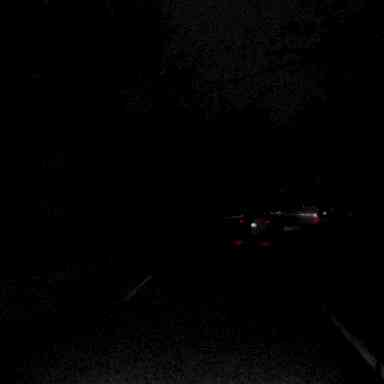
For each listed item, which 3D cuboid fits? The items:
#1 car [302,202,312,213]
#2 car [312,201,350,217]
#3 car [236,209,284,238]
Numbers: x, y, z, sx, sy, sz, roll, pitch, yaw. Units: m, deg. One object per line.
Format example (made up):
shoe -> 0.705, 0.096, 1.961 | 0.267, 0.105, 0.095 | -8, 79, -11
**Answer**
car -> 14.720, 1.729, 38.987 | 1.895, 1.301, 4.718 | -1, -1, 44
car -> 13.873, 1.676, 32.671 | 1.895, 1.301, 4.718 | -1, -1, 42
car -> 3.811, 1.602, 18.186 | 1.994, 1.385, 4.181 | 0, 0, 23
